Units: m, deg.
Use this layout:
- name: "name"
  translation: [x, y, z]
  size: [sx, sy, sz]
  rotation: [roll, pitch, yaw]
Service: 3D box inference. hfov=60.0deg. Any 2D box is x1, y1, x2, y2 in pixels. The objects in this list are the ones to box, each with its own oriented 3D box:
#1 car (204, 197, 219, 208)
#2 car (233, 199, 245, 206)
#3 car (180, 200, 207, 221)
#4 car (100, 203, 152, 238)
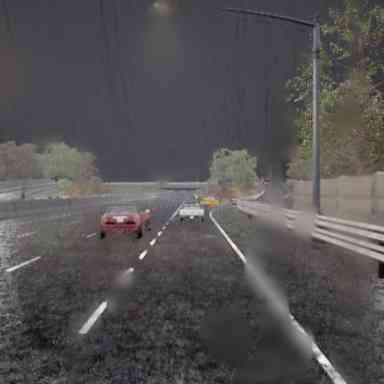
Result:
- name: "car"
  translation: [2.866, 1.582, 51.216]
  size: [1.882, 1.535, 5.008]
  rotation: [2, -1, 14]
- name: "car"
  translation: [10.094, 2.178, 70.464]
  size: [1.994, 1.385, 4.181]
  rotation: [0, -1, 27]
- name: "car"
  translation: [0.010, 1.610, 27.453]
  size: [1.895, 1.301, 4.718]
  rotation: [0, 0, 0]
- name: "car"
  translation: [-3.405, 1.358, 17.900]
  size: [2.097, 1.767, 4.553]
  rotation: [0, 0, 0]
